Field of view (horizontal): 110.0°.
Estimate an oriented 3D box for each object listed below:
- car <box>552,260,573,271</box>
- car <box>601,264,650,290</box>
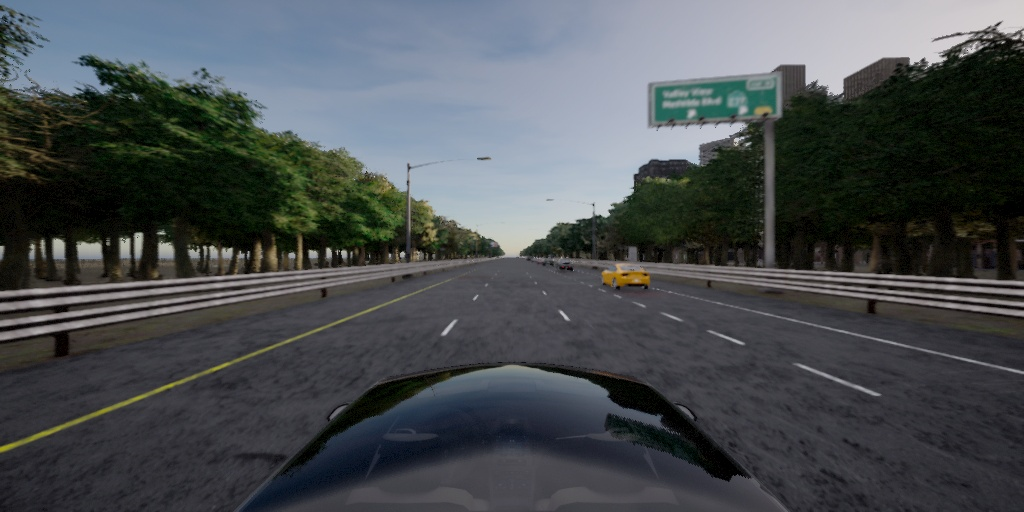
[{"bbox_3d":[7.021,1.271,48.572,1.837,1.490,4.892,0,0,0],"label":"car"},{"bbox_3d":[7.009,1.234,22.652,1.882,1.535,5.008,0,0,0],"label":"car"}]
